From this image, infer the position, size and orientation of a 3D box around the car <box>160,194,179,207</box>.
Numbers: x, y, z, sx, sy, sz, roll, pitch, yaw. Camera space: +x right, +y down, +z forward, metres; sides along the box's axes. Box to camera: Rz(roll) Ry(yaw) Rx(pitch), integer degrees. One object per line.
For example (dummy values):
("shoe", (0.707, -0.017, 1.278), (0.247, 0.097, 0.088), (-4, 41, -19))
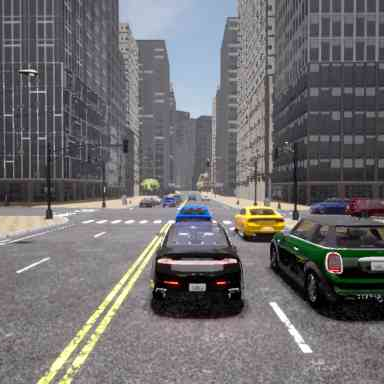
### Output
("car", (-3.299, 1.491, 49.564), (1.812, 1.442, 4.674), (0, 0, 0))

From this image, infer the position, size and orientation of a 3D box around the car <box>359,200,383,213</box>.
("car", (21.841, 1.642, 37.734), (4.829, 1.417, 1.752), (1, 0, 1))

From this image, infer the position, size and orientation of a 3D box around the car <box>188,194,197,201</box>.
("car", (0.067, 1.273, 80.641), (2.097, 1.767, 4.553), (0, 0, 0))

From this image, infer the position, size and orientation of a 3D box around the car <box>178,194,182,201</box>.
("car", (-3.277, 1.519, 58.309), (1.994, 1.385, 4.181), (0, 0, 1))

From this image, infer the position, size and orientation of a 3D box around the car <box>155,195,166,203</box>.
("car", (-6.453, 1.448, 68.043), (1.837, 1.490, 4.892), (0, 0, 0))

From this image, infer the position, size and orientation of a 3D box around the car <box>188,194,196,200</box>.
("car", (0.075, 1.267, 90.673), (2.128, 1.511, 4.902), (0, 0, 0))

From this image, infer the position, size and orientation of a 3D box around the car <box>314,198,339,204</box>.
("car", (14.913, 1.450, 35.256), (4.553, 1.767, 2.097), (1, 1, 1))

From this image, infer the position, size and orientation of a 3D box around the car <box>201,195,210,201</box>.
("car", (3.317, 1.513, 80.698), (1.895, 1.301, 4.718), (0, 0, 0))

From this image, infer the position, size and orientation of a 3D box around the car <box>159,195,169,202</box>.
("car", (-6.437, 1.482, 78.022), (1.994, 1.385, 4.181), (0, 0, 0))

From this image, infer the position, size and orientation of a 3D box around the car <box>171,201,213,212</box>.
("car", (0.118, 1.468, 17.868), (1.882, 1.535, 5.008), (0, 0, 1))

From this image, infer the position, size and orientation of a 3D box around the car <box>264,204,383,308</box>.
("car", (3.356, 1.348, 8.076), (2.097, 1.767, 4.553), (0, 0, 0))

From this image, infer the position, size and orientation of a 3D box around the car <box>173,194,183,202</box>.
("car", (-3.187, 1.286, 77.187), (2.097, 1.767, 4.553), (0, 0, 0))

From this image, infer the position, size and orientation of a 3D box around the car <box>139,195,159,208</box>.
("car", (-6.545, 1.513, 49.135), (2.033, 1.411, 5.357), (0, 0, 0))

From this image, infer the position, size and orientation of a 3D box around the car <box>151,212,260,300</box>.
("car", (0.105, 1.488, 8.364), (2.128, 1.511, 4.902), (0, 0, 0))

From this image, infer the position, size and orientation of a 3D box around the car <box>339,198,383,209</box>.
("car", (16.225, 1.519, 29.452), (5.009, 1.841, 2.192), (1, 0, 1))

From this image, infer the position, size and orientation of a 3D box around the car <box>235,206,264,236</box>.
("car", (3.363, 1.469, 17.256), (1.882, 1.535, 5.008), (0, 0, 0))

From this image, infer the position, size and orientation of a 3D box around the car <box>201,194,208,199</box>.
("car", (3.325, 1.337, 90.700), (1.895, 1.301, 4.718), (0, 0, 0))
